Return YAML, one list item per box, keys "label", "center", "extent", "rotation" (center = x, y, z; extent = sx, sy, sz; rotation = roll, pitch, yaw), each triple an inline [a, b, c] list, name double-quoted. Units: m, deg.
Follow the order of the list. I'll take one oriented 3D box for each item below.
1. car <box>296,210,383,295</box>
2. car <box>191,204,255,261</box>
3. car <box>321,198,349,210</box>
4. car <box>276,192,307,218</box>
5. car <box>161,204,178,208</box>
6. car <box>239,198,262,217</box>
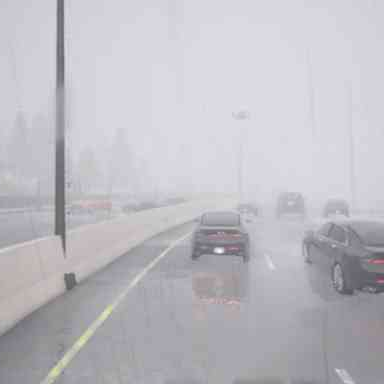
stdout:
- label: "car"
  center: [4.175, 1.444, 8.440]
  extent: [1.837, 1.490, 4.892]
  rotation: [0, 1, 5]
- label: "car"
  center: [1.085, 1.394, 11.899]
  extent: [1.837, 1.490, 4.892]
  rotation: [0, 1, 7]
- label: "car"
  center: [12.228, 1.293, 28.426]
  extent: [1.837, 1.490, 4.892]
  rotation: [0, 1, 19]
- label: "car"
  center: [8.132, 0.998, 27.302]
  extent: [2.150, 2.045, 5.566]
  rotation: [0, 1, 18]
- label: "car"
  center: [-1.811, 1.190, 31.101]
  extent: [1.837, 1.490, 4.892]
  rotation: [0, 1, 19]
- label: "car"
  center: [4.938, 1.272, 28.663]
  extent: [1.812, 1.442, 4.674]
  rotation: [0, 1, 18]
